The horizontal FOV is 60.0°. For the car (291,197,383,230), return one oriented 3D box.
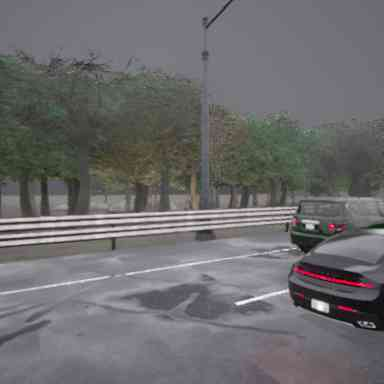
[{"bbox_3d":[5.983,1.192,12.140,5.566,2.045,2.150,0,0,-34],"label":"car"}]

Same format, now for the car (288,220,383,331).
[{"bbox_3d":[3.948,1.488,6.478,4.892,1.490,1.837,0,0,-35],"label":"car"}]
